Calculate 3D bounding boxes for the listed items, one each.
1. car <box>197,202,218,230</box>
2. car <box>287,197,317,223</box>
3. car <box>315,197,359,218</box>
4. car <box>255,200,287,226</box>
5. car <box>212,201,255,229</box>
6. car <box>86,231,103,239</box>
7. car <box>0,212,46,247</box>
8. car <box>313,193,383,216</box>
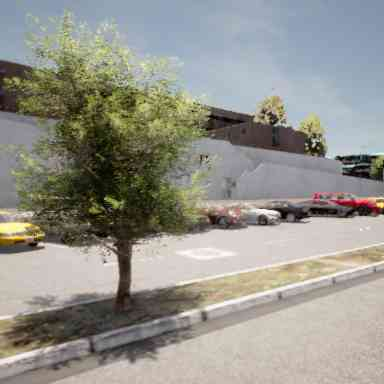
[{"bbox_3d":[-1.143,1.506,19.419,4.674,1.452,2.002,-1,-1,35],"label":"car"},{"bbox_3d":[6.196,1.393,24.629,5.008,1.535,2.097,-1,0,35],"label":"car"},{"bbox_3d":[11.109,1.365,28.102,4.792,1.488,2.163,-1,-1,35],"label":"car"},{"bbox_3d":[3.746,1.460,22.897,4.674,1.452,2.002,-1,-1,35],"label":"car"},{"bbox_3d":[1.275,1.317,21.175,4.553,1.767,2.185,-1,-1,35],"label":"car"},{"bbox_3d":[-6.067,1.236,15.947,5.566,2.045,2.435,-1,-1,35],"label":"car"},{"bbox_3d":[-8.335,1.487,14.087,5.366,1.575,1.946,-1,-1,35],"label":"car"},{"bbox_3d":[13.551,1.058,29.846,5.566,2.045,2.435,-1,-1,35],"label":"car"}]
